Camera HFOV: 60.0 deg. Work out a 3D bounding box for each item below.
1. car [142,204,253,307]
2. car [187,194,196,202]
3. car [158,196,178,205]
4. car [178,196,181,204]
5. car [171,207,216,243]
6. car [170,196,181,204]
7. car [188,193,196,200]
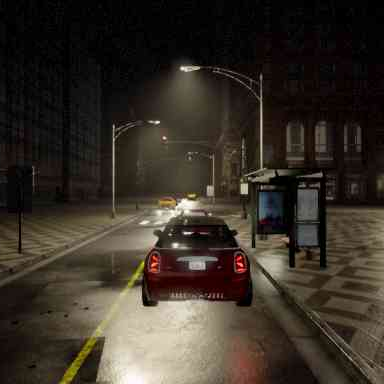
[{"bbox_3d":[0.094,1.352,8.148,2.097,1.767,4.553,0,0,0],"label":"car"},{"bbox_3d":[-0.057,1.441,74.382,1.895,1.301,4.718,0,0,0],"label":"car"},{"bbox_3d":[-3.127,1.426,41.773,1.882,1.535,5.008,0,0,0],"label":"car"},{"bbox_3d":[-3.129,1.424,53.951,1.837,1.490,4.892,0,0,0],"label":"car"},{"bbox_3d":[0.083,1.558,16.791,1.994,1.385,4.181,0,0,0],"label":"car"},{"bbox_3d":[-3.099,1.488,64.065,1.895,1.301,4.718,0,0,0],"label":"car"},{"bbox_3d":[-0.064,1.126,84.356,1.882,1.535,5.008,0,0,0],"label":"car"}]
